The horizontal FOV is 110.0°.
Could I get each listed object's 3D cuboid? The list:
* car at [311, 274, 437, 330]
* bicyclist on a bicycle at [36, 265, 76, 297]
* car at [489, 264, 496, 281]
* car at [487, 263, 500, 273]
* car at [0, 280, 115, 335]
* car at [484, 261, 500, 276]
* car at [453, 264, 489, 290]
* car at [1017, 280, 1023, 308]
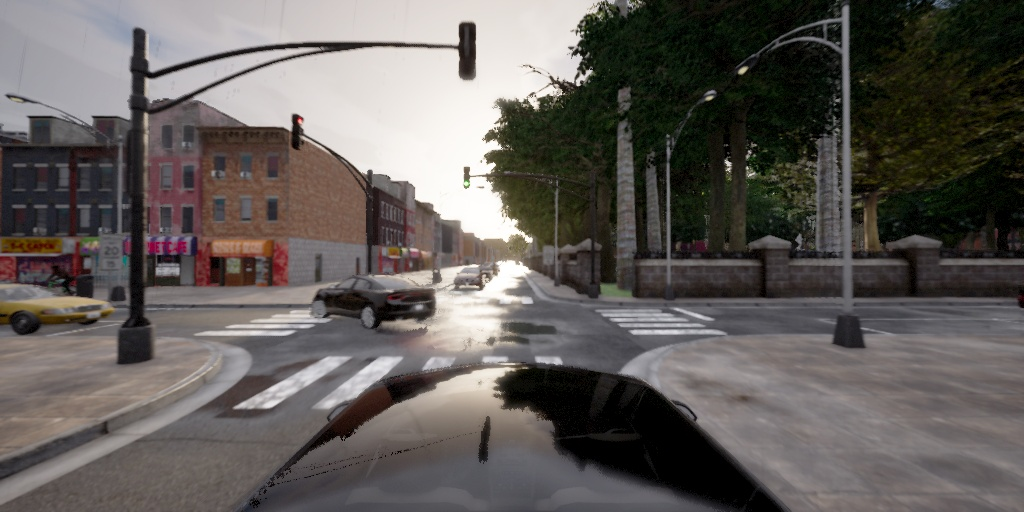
[{"bbox_3d":[-4.607,1.326,11.709,5.008,1.535,1.882,-1,-2,37],"label":"car"},{"bbox_3d":[-20.140,1.232,15.956,0.582,1.620,1.656,0,0,0],"label":"bicyclist on a bicycle"},{"bbox_3d":[-2.832,1.659,34.262,1.895,1.301,4.718,0,-1,0],"label":"car"},{"bbox_3d":[-2.742,1.779,54.600,1.812,1.442,4.674,0,-1,0],"label":"car"},{"bbox_3d":[-14.437,1.385,10.308,4.829,1.417,1.751,0,0,0],"label":"car"},{"bbox_3d":[-2.783,1.506,44.339,2.097,1.767,4.553,0,-1,1],"label":"car"},{"bbox_3d":[-2.853,1.498,25.179,1.812,1.442,4.674,0,-1,0],"label":"car"},{"bbox_3d":[18.003,1.092,10.343,5.009,1.841,2.192,0,0,0],"label":"car"}]
